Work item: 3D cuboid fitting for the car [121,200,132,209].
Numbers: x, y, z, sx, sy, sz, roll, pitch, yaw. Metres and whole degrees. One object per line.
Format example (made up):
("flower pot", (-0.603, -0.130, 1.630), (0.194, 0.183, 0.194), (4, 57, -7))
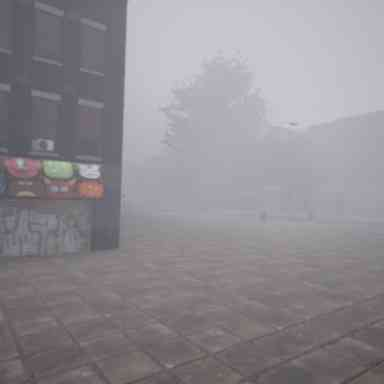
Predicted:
("car", (-12.477, 2.226, 59.591), (1.837, 1.490, 4.892), (3, -2, -35))
